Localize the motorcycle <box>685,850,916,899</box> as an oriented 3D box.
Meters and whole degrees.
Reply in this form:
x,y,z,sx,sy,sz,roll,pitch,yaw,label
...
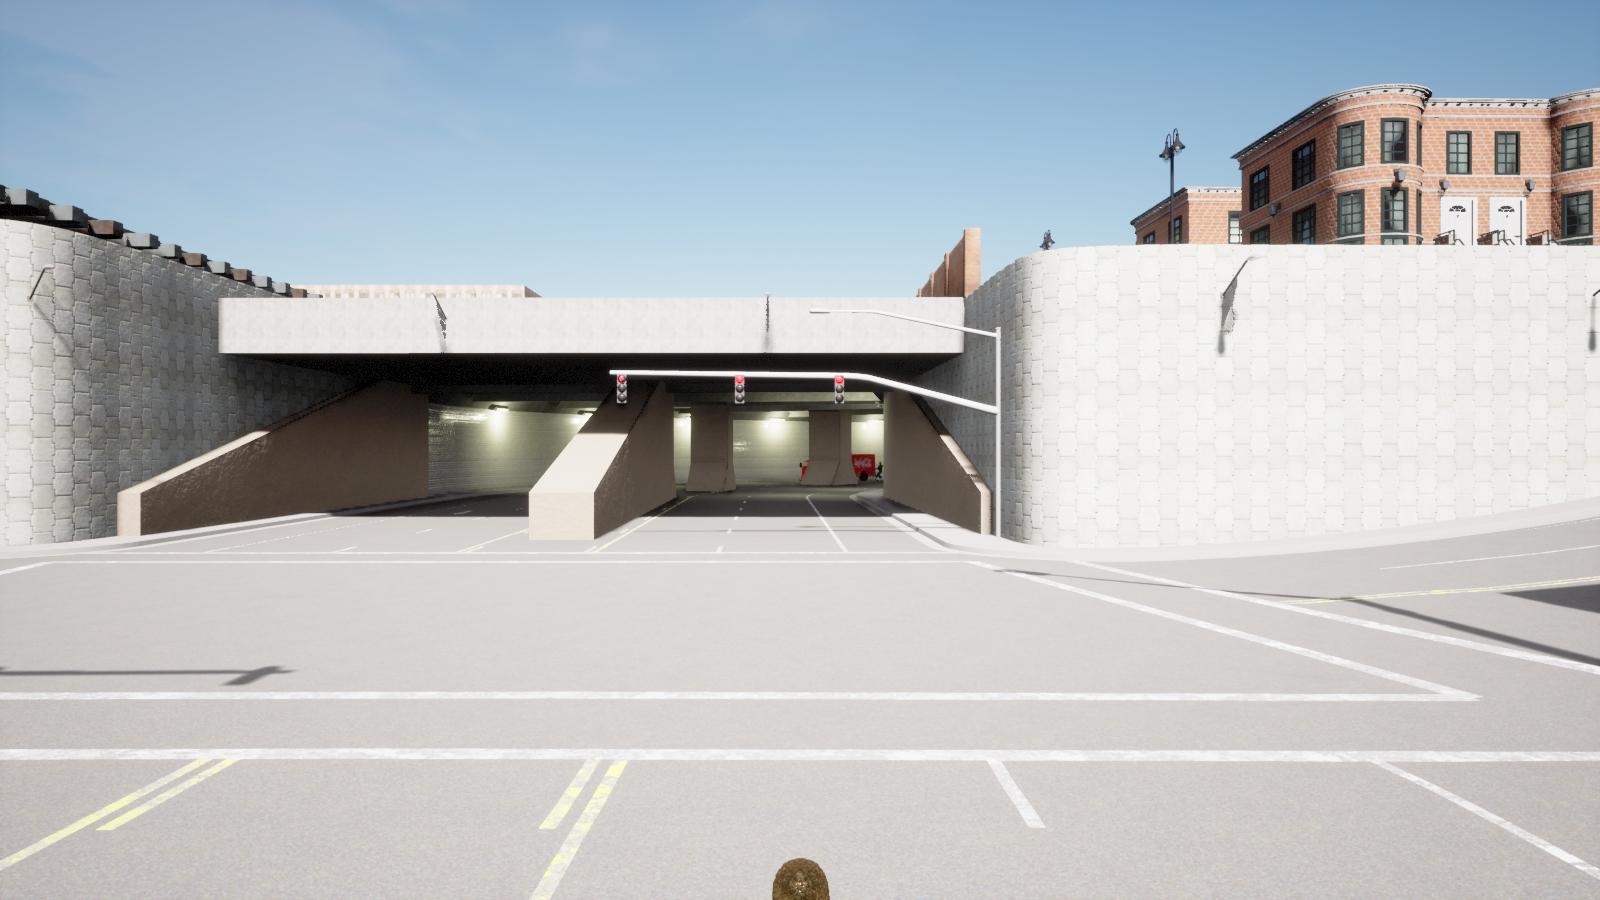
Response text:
x,y,z,sx,sy,sz,roll,pitch,yaw,label
0.004,2.174,3.443,0.803,1.224,2.033,0,0,0,motorcycle
